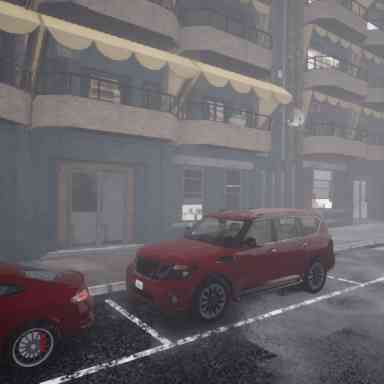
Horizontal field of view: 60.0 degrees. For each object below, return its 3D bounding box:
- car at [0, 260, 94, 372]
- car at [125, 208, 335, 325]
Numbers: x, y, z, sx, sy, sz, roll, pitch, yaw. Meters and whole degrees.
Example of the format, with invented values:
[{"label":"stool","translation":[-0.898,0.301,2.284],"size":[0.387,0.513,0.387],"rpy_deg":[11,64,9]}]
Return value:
[{"label":"car","translation":[-3.384,1.582,4.131],"size":[4.206,1.307,1.802],"rpy_deg":[0,1,-35]},{"label":"car","translation":[1.114,1.318,7.335],"size":[5.009,1.841,2.192],"rpy_deg":[0,1,-35]}]
